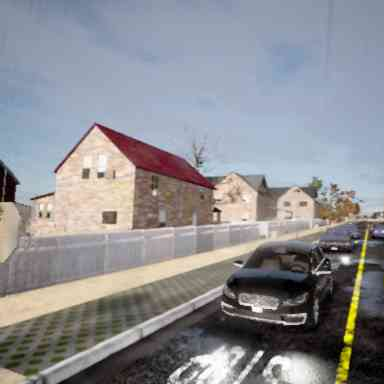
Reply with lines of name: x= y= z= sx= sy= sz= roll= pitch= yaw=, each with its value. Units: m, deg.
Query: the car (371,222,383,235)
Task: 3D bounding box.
car: x=23.520 y=4.522 z=41.722 sx=1.812 sy=1.442 sz=4.674 roll=-1 pitch=-4 yaw=28

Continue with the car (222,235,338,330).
car: x=2.328 y=2.033 z=8.214 sx=1.837 sy=1.490 sz=4.892 roll=-1 pitch=-4 yaw=28

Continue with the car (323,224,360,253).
car: x=9.455 y=3.037 z=21.497 sx=2.033 sy=1.411 sz=5.357 roll=-1 pitch=-4 yaw=28

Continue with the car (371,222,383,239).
car: x=19.017 y=3.929 z=33.212 sx=2.033 sy=1.411 sz=5.357 roll=-1 pitch=-4 yaw=29
